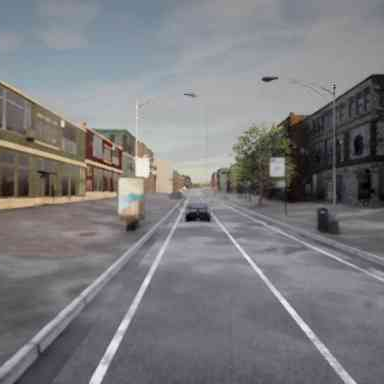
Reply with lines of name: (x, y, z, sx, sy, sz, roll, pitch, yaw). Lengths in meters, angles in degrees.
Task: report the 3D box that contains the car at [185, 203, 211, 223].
car: (0.418, 1.528, 24.872, 1.895, 1.301, 4.718, 0, 0, 0)
